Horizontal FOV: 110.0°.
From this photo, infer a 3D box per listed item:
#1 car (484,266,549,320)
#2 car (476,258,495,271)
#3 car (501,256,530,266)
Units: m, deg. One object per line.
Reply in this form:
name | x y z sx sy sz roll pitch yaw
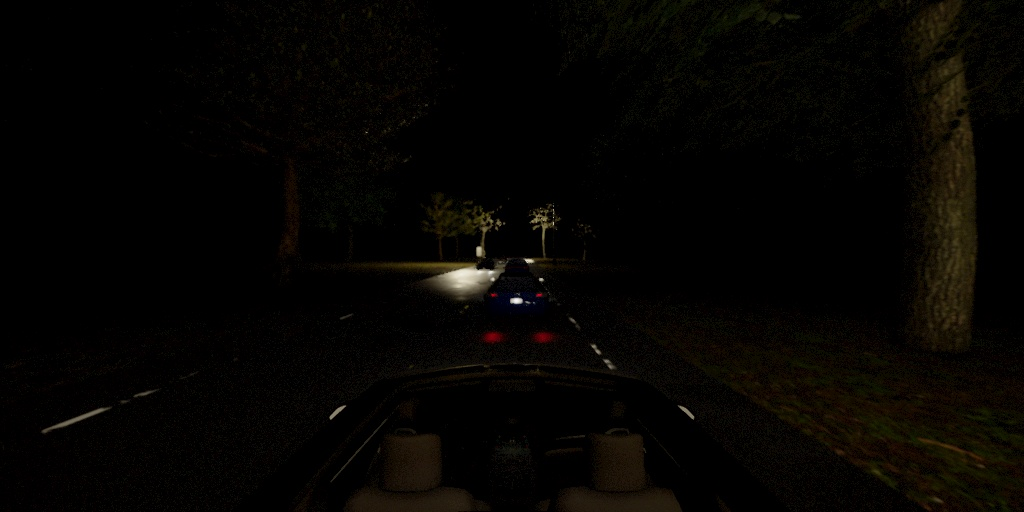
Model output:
car | 0.152 1.214 12.110 1.994 1.385 4.181 0 1 1
car | -2.953 0.936 41.147 2.033 1.411 5.357 0 1 2
car | 0.414 0.977 28.384 1.882 1.535 5.008 0 1 1
